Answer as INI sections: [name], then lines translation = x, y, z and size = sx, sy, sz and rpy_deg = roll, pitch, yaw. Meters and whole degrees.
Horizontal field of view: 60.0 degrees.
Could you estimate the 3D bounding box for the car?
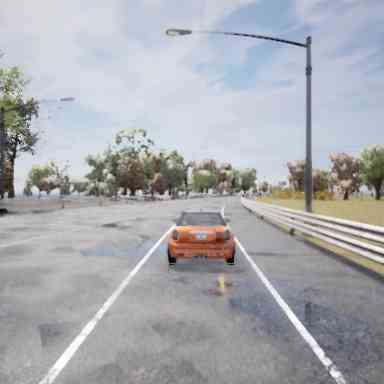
[car]
translation = 0.336, 1.353, 12.036
size = 2.097, 1.767, 4.553
rpy_deg = 0, 0, 2
